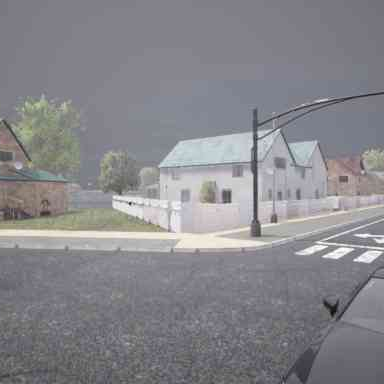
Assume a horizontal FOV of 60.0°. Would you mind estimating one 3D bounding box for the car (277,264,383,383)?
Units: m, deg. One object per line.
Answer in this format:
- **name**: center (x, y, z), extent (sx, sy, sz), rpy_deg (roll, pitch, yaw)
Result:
- **car**: center (2.531, 1.524, 3.416), extent (1.812, 1.442, 4.674), rpy_deg (0, 0, 42)
